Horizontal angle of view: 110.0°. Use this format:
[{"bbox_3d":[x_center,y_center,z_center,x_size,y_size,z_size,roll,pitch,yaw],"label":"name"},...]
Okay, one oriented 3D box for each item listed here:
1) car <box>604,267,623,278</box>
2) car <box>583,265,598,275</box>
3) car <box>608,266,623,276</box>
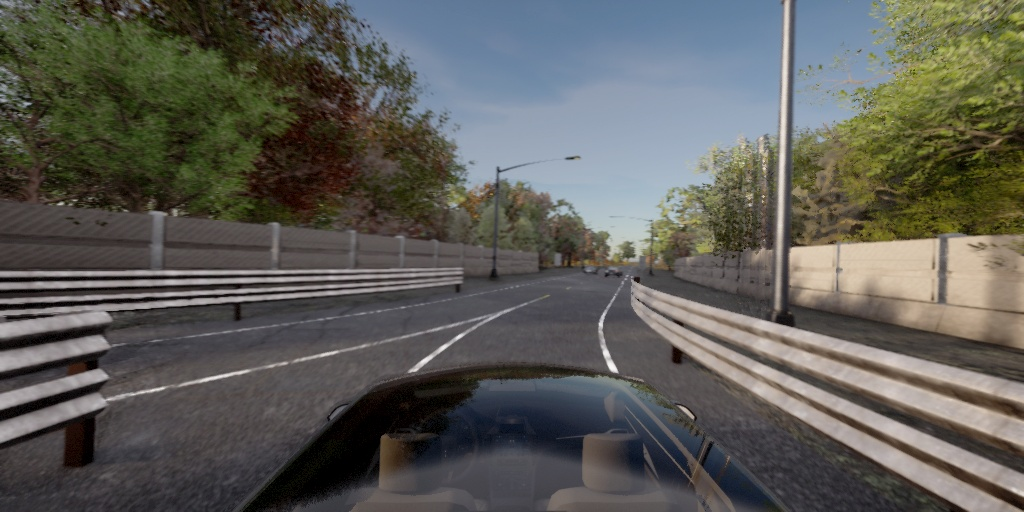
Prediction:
[{"bbox_3d":[13.742,2.195,49.091,1.812,1.442,4.674,1,-1,19],"label":"car"},{"bbox_3d":[12.123,2.161,55.261,2.128,1.511,4.902,2,0,19],"label":"car"},{"bbox_3d":[16.825,2.433,58.091,1.994,1.385,4.181,2,0,19],"label":"car"}]
